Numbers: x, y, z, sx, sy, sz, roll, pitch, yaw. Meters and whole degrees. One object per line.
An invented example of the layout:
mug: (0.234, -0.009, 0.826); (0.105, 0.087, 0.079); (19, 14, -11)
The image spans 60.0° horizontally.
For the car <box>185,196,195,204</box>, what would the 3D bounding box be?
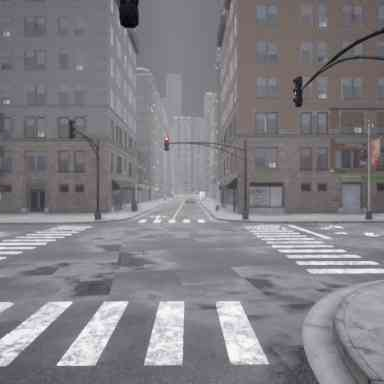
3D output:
car: (-0.306, 1.647, 63.698); (1.895, 1.301, 4.718); (0, 0, 0)

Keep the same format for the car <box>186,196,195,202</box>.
car: (-0.375, 1.482, 73.703); (1.895, 1.301, 4.718); (0, 0, 0)
